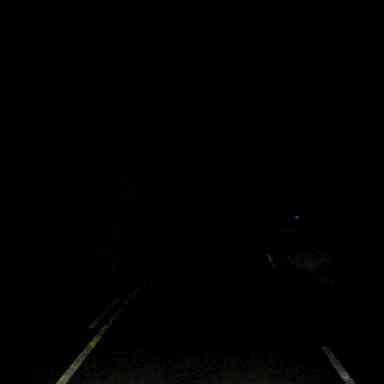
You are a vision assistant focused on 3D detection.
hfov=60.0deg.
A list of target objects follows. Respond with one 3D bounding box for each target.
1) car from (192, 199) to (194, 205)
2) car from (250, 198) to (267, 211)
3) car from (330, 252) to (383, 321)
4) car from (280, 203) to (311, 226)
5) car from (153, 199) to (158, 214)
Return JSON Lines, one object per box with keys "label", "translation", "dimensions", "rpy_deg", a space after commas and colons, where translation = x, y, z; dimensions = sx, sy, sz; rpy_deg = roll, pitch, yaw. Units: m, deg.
{"label": "car", "translation": [0.250, 1.549, 39.006], "dimensions": [2.033, 1.411, 5.357], "rpy_deg": [0, 0, 15]}
{"label": "car", "translation": [8.191, 1.508, 40.922], "dimensions": [1.882, 1.535, 5.008], "rpy_deg": [0, 0, 15]}
{"label": "car", "translation": [3.936, 1.616, 5.517], "dimensions": [1.895, 1.301, 4.718], "rpy_deg": [0, 0, 4]}
{"label": "car", "translation": [7.410, 1.505, 23.940], "dimensions": [1.882, 1.535, 5.008], "rpy_deg": [0, 0, 14]}
{"label": "car", "translation": [-4.203, 1.476, 35.797], "dimensions": [2.128, 1.511, 4.902], "rpy_deg": [0, 0, 15]}
